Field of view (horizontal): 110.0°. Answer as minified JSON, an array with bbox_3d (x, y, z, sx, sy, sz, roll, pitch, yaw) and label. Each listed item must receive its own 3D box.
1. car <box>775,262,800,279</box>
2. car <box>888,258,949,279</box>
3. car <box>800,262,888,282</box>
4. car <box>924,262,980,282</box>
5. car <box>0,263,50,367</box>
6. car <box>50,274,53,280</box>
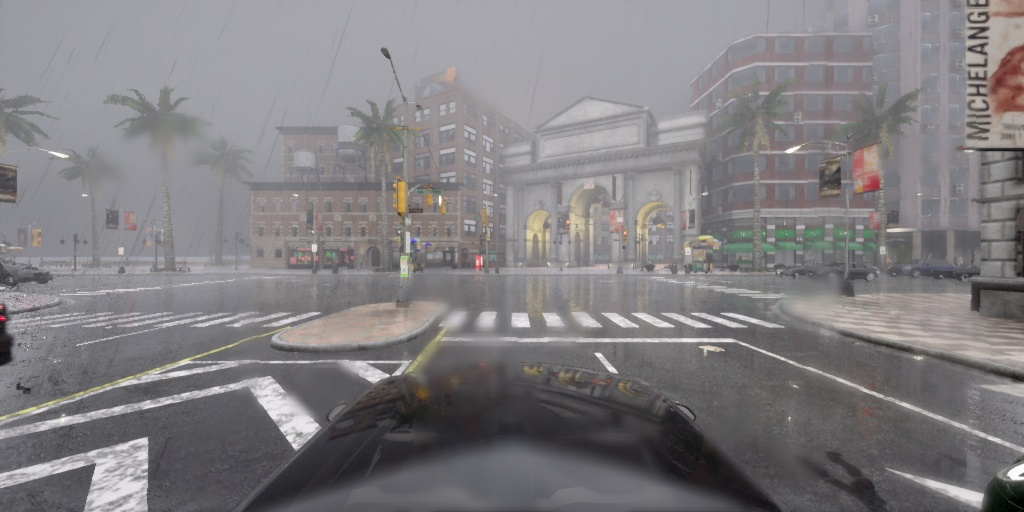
[{"bbox_3d":[26.299,1.242,32.000,4.902,1.511,2.128,0,0,1],"label":"car"},{"bbox_3d":[36.279,1.102,31.751,4.553,1.767,2.097,0,0,3],"label":"car"},{"bbox_3d":[26.294,1.255,28.504,4.892,1.490,1.837,0,0,1],"label":"car"},{"bbox_3d":[36.294,1.351,28.329,4.718,1.301,1.895,0,0,2],"label":"car"},{"bbox_3d":[-8.062,0.971,2.590,2.150,2.045,5.566,0,0,1],"label":"car"},{"bbox_3d":[-35.715,1.255,25.385,4.892,1.490,1.837,0,0,1],"label":"car"}]
